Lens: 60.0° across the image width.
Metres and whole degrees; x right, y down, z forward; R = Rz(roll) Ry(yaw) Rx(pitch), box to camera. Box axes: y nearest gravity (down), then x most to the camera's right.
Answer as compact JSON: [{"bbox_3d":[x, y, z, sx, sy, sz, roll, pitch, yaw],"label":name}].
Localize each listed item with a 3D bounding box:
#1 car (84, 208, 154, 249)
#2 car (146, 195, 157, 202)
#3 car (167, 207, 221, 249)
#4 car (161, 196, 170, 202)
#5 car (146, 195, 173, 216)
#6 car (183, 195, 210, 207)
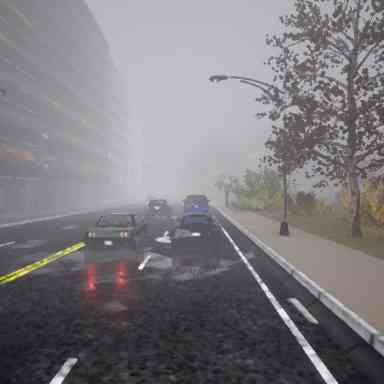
[{"bbox_3d":[-3.073,1.616,14.610,1.895,1.301,4.718,0,0,1],"label":"car"},{"bbox_3d":[-9.241,1.475,75.889,2.128,1.511,4.902,0,0,-1],"label":"car"},{"bbox_3d":[0.176,1.573,14.532,1.994,1.385,4.181,0,0,1],"label":"car"},{"bbox_3d":[-5.991,1.543,75.962,1.895,1.301,4.718,0,0,-1],"label":"car"},{"bbox_3d":[-2.848,1.370,29.550,2.097,1.767,4.553,0,0,1],"label":"car"},{"bbox_3d":[0.402,1.262,29.560,2.150,2.045,5.566,0,0,1],"label":"car"}]
